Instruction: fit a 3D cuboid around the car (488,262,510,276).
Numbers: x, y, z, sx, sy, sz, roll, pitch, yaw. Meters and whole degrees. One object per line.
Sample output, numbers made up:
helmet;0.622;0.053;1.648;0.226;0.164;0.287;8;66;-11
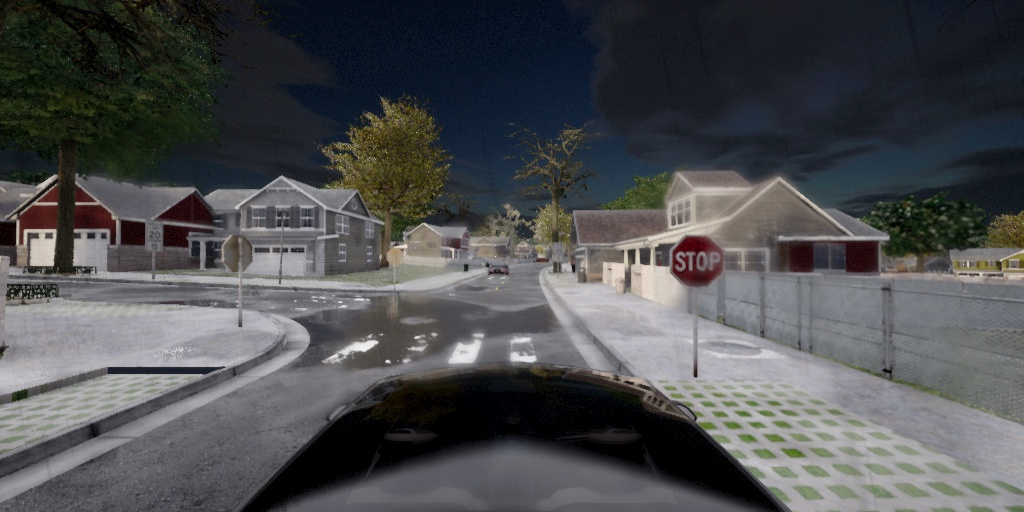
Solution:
car;-1.299;1.339;37.298;1.994;1.385;4.181;0;0;5
